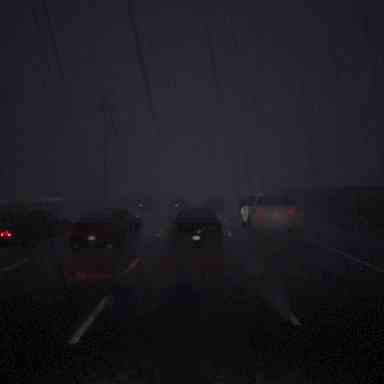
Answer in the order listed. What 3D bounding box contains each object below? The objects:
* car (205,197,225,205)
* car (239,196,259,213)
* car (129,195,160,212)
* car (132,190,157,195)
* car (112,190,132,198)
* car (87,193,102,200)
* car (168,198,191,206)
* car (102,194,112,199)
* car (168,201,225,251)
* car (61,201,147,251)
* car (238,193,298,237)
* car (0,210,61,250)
[{"bbox_3d":[2.270,1.210,33.988,2.128,1.511,4.902,0,0,10],"label":"car"},{"bbox_3d":[5.833,1.223,34.089,1.837,1.490,4.892,0,0,10],"label":"car"},{"bbox_3d":[-4.694,1.277,34.692,1.994,1.385,4.181,0,0,10],"label":"car"},{"bbox_3d":[-8.426,0.709,62.247,2.150,2.045,5.566,0,0,20],"label":"car"},{"bbox_3d":[-12.096,0.707,62.428,2.150,2.045,5.566,0,1,19],"label":"car"},{"bbox_3d":[-18.544,0.989,65.077,1.812,1.442,4.674,0,1,19],"label":"car"},{"bbox_3d":[-1.173,1.278,34.561,1.994,1.385,4.181,0,0,10],"label":"car"},{"bbox_3d":[-14.835,0.965,65.145,1.837,1.490,4.892,0,1,20],"label":"car"},{"bbox_3d":[0.199,1.364,13.603,1.882,1.535,5.008,0,0,1],"label":"car"},{"bbox_3d":[-3.301,1.365,13.585,1.882,1.535,5.008,0,0,1],"label":"car"},{"bbox_3d":[3.839,1.078,17.209,2.150,2.045,5.566,0,0,3],"label":"car"},{"bbox_3d":[-6.809,1.434,13.687,2.033,1.411,5.357,0,1,1],"label":"car"}]
